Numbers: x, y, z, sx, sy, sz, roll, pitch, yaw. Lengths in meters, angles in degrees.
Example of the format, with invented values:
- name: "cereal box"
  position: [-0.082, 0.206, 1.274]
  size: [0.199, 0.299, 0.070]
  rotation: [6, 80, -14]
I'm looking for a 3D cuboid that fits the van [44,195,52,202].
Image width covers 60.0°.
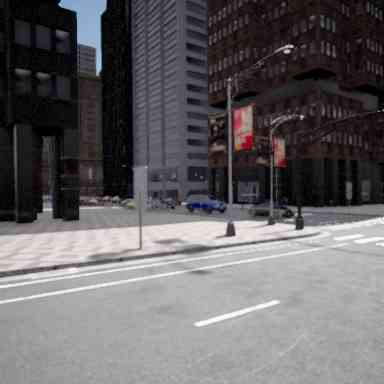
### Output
- name: "van"
  position: [-35.571, 1.727, 84.551]
  size: [1.690, 1.788, 3.998]
  rotation: [-1, 1, -36]

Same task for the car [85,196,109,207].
- name: "car"
  position: [-16.649, 1.828, 58.058]
  size: [1.802, 1.307, 4.206]
  rotation: [-1, 1, -36]

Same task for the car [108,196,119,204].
- name: "car"
  position: [-14.135, 1.681, 64.627]
  size: [1.837, 1.490, 4.892]
  rotation: [-1, 0, -36]

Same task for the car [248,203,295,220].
- name: "car"
  position: [6.985, 1.637, 29.556]
  size: [1.994, 1.385, 4.181]
  rotation: [-1, 0, -36]

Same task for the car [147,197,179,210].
- name: "car"
  position: [-4.025, 1.703, 44.978]
  size: [1.994, 1.385, 4.181]
  rotation: [-1, 0, -35]

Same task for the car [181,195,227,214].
- name: "car"
  position: [1.528, 1.327, 37.182]
  size: [2.150, 2.045, 5.566]
  rotation: [-1, 0, -36]

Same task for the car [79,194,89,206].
- name: "car"
  position: [-19.806, 1.584, 62.472]
  size: [2.192, 1.841, 5.009]
  rotation: [-1, 1, -36]

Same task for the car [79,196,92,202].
- name: "car"
  position: [-28.721, 1.787, 89.632]
  size: [1.752, 1.417, 4.829]
  rotation: [-1, 1, -36]

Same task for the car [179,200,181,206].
- name: "car"
  position: [-3.402, 1.624, 54.174]
  size: [1.887, 1.381, 4.507]
  rotation: [-1, 1, -36]

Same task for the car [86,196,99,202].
- name: "car"
  position: [-25.469, 1.788, 85.079]
  size: [2.008, 1.369, 4.403]
  rotation: [-1, 1, -36]

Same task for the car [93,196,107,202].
- name: "car"
  position: [-22.318, 1.758, 80.664]
  size: [1.887, 1.381, 4.507]
  rotation: [-1, 1, -36]

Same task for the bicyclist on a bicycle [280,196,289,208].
- name: "bicyclist on a bicycle"
  position: [10.870, 1.265, 39.122]
  size: [1.656, 1.620, 0.582]
  rotation: [-1, 1, -36]

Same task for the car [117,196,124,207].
- name: "car"
  position: [-9.817, 1.740, 53.155]
  size: [1.994, 1.385, 4.181]
  rotation: [-1, 0, -35]

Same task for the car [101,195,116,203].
- name: "car"
  position: [-19.166, 1.630, 76.248]
  size: [1.967, 1.590, 4.097]
  rotation: [-1, 1, -36]

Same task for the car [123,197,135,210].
- name: "car"
  position: [-7.091, 1.709, 44.672]
  size: [1.752, 1.417, 4.829]
  rotation: [-1, 1, -36]
